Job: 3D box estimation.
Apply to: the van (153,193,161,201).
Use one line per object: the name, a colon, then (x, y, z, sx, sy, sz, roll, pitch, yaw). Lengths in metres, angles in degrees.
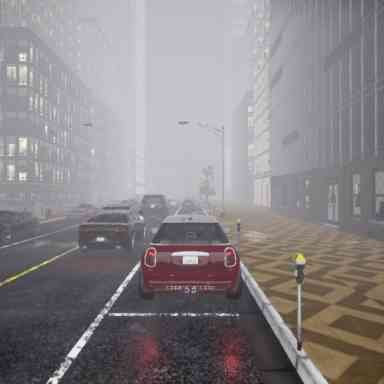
van: (-8.831, 1.285, 84.106, 1.690, 1.788, 3.998, 0, 0, 0)

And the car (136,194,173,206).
car: (-3.056, 1.213, 28.295, 2.150, 2.045, 5.566, 0, 0, 0)

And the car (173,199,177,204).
car: (-3.053, 1.583, 44.491, 1.895, 1.301, 4.718, 0, 0, 0)

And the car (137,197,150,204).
car: (-8.832, 1.550, 61.338, 1.802, 1.307, 4.206, 0, 0, 0)

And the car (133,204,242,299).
car: (-0.032, 1.352, 8.619, 2.097, 1.767, 4.553, 0, 0, 0)

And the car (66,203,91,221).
car: (-8.832, 1.575, 27.183, 1.802, 1.307, 4.206, 0, 0, 0)

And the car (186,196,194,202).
car: (-0.452, 1.533, 78.399, 1.802, 1.307, 4.206, 0, 0, 0)

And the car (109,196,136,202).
car: (-6.239, 1.481, 32.456, 2.128, 1.511, 4.902, 0, 0, 0)

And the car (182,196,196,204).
car: (-0.452, 1.548, 44.248, 1.947, 1.339, 4.313, 0, 0, 0)

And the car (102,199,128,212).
car: (-8.833, 1.537, 38.569, 2.008, 1.369, 4.403, 0, 0, 0)

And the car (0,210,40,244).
car: (-8.833, 1.563, 15.800, 1.947, 1.339, 4.313, 0, 0, 0)

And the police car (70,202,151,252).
police car: (-3.144, 1.423, 14.017, 1.930, 1.638, 5.238, 0, 0, 0)

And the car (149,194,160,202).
car: (-8.832, 1.391, 78.413, 1.967, 1.590, 4.097, 0, 0, 0)

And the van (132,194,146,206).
van: (-8.832, 1.315, 55.646, 1.690, 1.788, 3.998, 0, 0, 0)
